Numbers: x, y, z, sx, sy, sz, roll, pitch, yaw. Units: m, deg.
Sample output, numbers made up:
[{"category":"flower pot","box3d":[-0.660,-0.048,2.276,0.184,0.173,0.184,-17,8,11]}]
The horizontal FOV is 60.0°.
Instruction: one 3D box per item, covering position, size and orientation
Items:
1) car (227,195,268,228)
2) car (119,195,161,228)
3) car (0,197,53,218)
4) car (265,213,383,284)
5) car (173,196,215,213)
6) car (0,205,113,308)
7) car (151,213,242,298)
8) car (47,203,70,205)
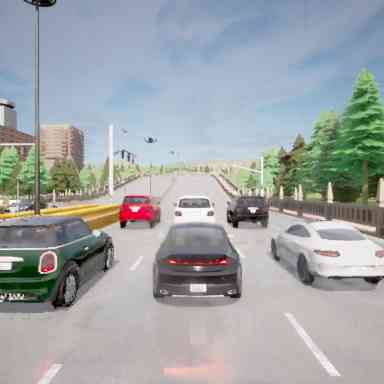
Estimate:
[{"category":"car","box3d":[3.626,1.222,22.385,2.150,2.045,5.566,0,0,0]},{"category":"car","box3d":[-3.377,1.214,22.376,2.150,2.045,5.566,0,-1,0]},{"category":"car","box3d":[-13.968,1.243,28.441,2.128,1.511,4.902,0,0,0]},{"category":"car","box3d":[3.609,1.527,9.472,1.812,1.442,4.674,0,-1,0]},{"category":"car","box3d":[0.122,1.221,18.785,2.150,2.045,5.566,0,0,0]},{"category":"car","box3d":[-3.389,1.351,8.082,2.097,1.767,4.553,0,0,0]},{"category":"car","box3d":[0.112,1.505,8.489,1.837,1.490,4.892,0,0,0]},{"category":"car","box3d":[-10.499,1.601,25.905,1.895,1.301,4.718,0,0,1]}]
